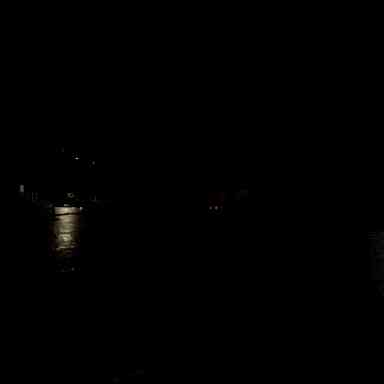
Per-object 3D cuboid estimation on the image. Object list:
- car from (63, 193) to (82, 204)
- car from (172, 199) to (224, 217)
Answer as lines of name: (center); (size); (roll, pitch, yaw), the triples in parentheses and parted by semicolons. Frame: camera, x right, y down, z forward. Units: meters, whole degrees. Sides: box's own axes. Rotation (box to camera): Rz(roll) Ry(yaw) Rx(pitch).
car: (-18.159, 0.960, 50.471); (2.128, 1.511, 4.902); (-1, 1, -35)
car: (0.428, 1.294, 28.627); (2.033, 1.411, 5.357); (-1, 1, -37)
